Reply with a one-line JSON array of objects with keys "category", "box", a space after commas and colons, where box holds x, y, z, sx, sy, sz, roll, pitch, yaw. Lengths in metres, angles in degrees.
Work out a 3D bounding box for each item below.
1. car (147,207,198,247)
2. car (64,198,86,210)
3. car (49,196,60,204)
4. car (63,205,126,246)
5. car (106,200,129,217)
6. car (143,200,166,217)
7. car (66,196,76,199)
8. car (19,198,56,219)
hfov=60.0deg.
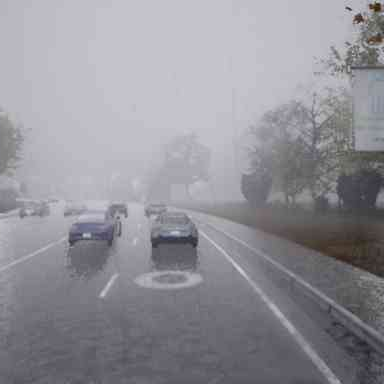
[{"category": "car", "box": [-0.864, 1.589, 15.184, 1.994, 1.385, 4.181, 0, 0, -6]}, {"category": "car", "box": [-10.734, 1.588, 30.998, 1.812, 1.442, 4.674, 0, 0, -13]}, {"category": "car", "box": [-28.316, 1.573, 68.087, 1.882, 1.535, 5.008, 0, 0, -27]}, {"category": "car", "box": [-4.387, 1.558, 15.483, 1.812, 1.442, 4.674, 0, 0, -6]}, {"category": "car", "box": [-7.197, 1.565, 32.095, 1.837, 1.490, 4.892, 0, 0, -13]}, {"category": "car", "box": [-3.552, 1.548, 31.822, 2.128, 1.511, 4.902, 0, 0, -12]}, {"category": "car", "box": [-25.281, 1.573, 69.831, 1.882, 1.535, 5.008, 0, 0, -27]}, {"category": "car", "box": [-14.124, 1.556, 30.130, 2.128, 1.511, 4.902, 0, 0, -13]}]
